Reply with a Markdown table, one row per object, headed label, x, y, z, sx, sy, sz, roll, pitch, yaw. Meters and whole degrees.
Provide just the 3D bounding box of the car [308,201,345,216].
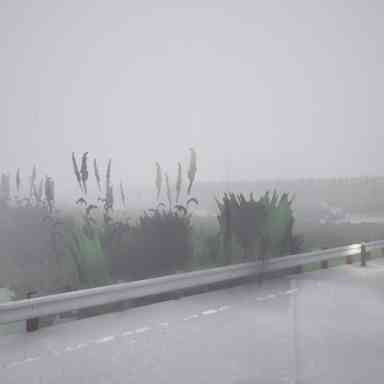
| label | x | y | z | sx | sy | sz | roll | pitch | yaw |
| --- | --- | --- | --- | --- | --- | --- | --- | --- | --- |
| car | 10.859 | 1.572 | 29.002 | 2.097 | 1.767 | 4.553 | -1 | 1 | -43 |
